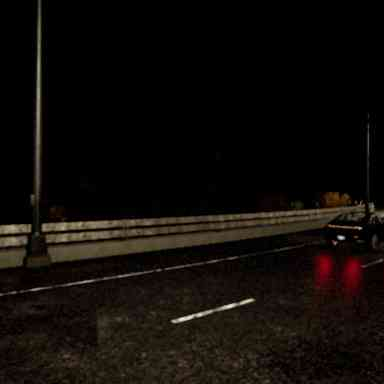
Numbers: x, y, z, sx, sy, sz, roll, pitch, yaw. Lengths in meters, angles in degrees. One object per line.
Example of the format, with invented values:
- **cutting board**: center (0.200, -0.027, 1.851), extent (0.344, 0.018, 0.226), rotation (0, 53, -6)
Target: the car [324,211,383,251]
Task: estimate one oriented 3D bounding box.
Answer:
- **car**: center (7.706, 1.632, 14.949), extent (4.902, 1.511, 2.128), rotation (1, 0, -44)
